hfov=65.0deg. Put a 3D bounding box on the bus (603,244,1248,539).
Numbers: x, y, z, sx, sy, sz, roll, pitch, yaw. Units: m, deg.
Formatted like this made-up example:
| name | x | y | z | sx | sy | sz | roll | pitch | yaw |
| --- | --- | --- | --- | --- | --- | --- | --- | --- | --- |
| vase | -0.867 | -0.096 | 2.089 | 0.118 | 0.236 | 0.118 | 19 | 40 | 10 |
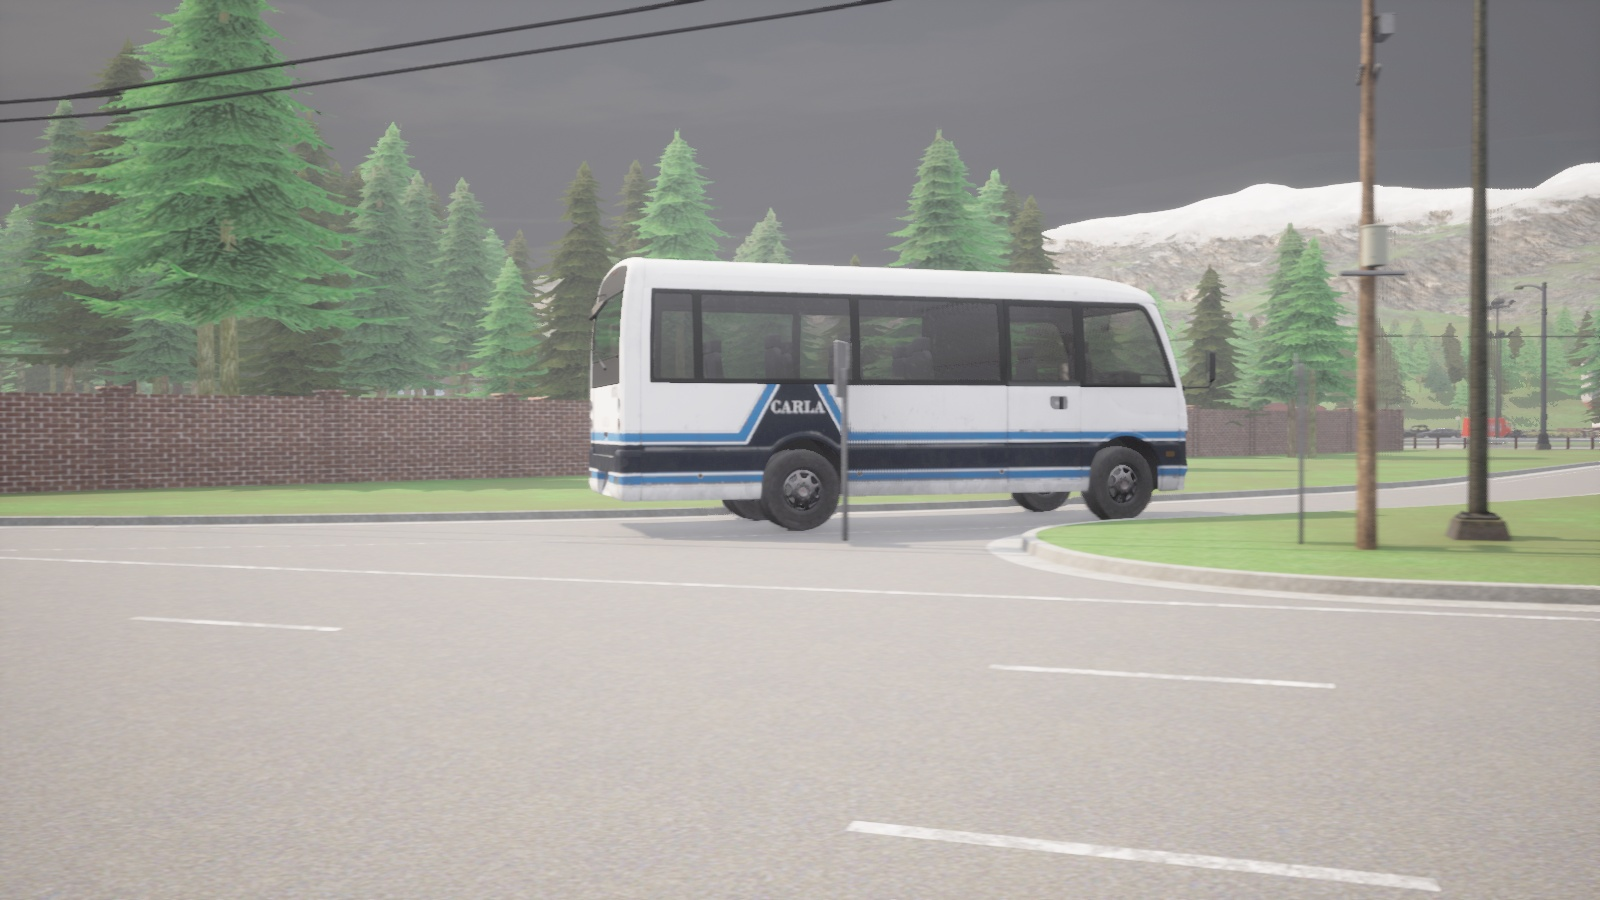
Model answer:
| name | x | y | z | sx | sy | sz | roll | pitch | yaw |
| --- | --- | --- | --- | --- | --- | --- | --- | --- | --- |
| bus | 2.079 | -0.888 | 21.567 | 10.273 | 4.253 | 3.944 | 0 | 1 | -18 |
